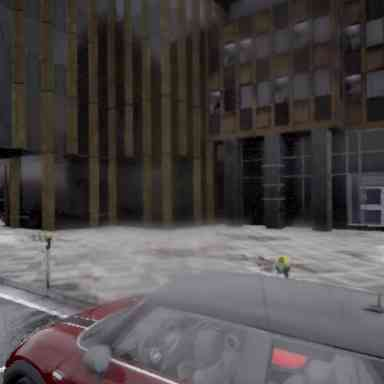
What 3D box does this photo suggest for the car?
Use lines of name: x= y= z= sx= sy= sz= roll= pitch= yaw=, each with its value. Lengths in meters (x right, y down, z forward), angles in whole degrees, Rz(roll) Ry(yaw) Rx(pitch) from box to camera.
car: x=0.135 y=1.459 z=2.867 sx=4.097 sy=1.590 sz=1.967 roll=-1 pitch=0 yaw=36
